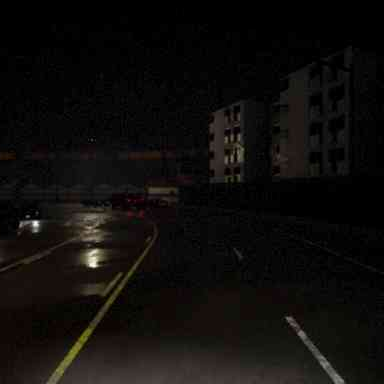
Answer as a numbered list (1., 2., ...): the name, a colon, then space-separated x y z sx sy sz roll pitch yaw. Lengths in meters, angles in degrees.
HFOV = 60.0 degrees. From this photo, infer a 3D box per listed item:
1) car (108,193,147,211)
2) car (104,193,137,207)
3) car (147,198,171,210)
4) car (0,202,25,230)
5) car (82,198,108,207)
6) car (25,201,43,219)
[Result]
1. car: -7.877 1.133 40.216 2.150 2.045 5.566 0 0 -33
2. car: -10.729 1.111 49.651 5.566 2.045 2.150 0 0 45
3. car: -4.634 1.450 41.619 2.033 1.411 5.357 0 0 -33
4. car: -11.176 1.328 18.158 2.097 1.767 4.553 0 0 -9
5. car: -13.971 1.501 47.950 4.718 1.301 1.895 0 0 45
6. car: -13.684 1.500 28.144 2.033 1.411 5.357 0 0 -22
